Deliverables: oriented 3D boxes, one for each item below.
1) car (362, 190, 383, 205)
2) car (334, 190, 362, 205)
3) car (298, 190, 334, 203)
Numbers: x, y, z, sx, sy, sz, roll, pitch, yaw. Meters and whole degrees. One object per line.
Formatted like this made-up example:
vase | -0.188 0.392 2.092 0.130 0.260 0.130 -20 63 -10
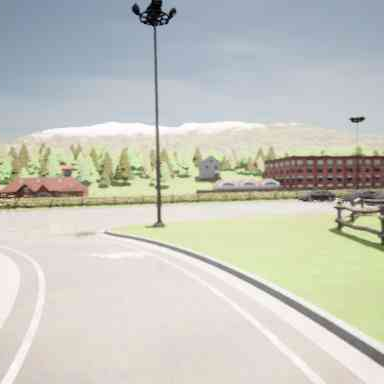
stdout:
car | 19.518 0.667 32.829 4.181 1.385 1.994 -1 1 -14
car | 18.426 0.586 36.162 4.892 1.490 1.837 -2 1 -14
car | 16.035 0.546 42.777 4.892 1.490 1.837 -2 1 -14
